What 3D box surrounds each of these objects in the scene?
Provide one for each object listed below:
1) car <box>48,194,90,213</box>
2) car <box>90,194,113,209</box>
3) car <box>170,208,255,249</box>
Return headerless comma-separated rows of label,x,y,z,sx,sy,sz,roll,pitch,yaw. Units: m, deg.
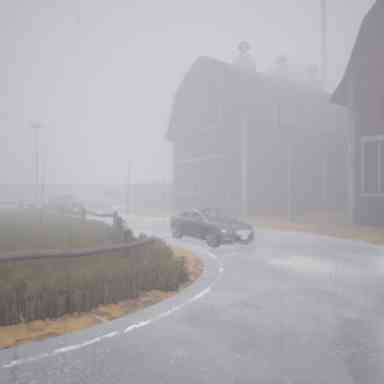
car,-12.174,1.213,31.985,2.150,2.045,5.566,0,0,-38
car,-12.324,1.470,44.490,1.882,1.535,5.008,0,0,1
car,0.740,1.487,14.937,2.128,1.511,4.902,0,0,-32
